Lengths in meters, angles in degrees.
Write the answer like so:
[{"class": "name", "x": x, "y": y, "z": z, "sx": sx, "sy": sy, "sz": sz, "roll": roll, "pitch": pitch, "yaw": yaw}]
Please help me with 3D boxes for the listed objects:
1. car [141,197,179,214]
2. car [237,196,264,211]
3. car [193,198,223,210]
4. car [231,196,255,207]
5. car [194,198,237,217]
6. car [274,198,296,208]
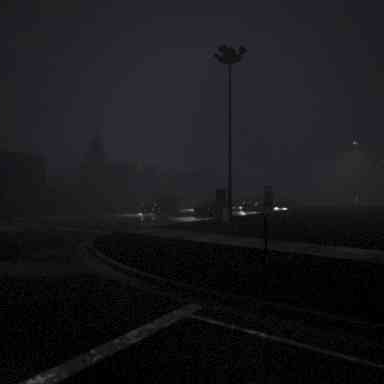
[{"class": "car", "x": -3.463, "y": 1.337, "z": 36.005, "sx": 2.097, "sy": 1.767, "sz": 4.553, "roll": 0, "pitch": 0, "yaw": 35}, {"class": "car", "x": 7.709, "y": 1.341, "z": 39.788, "sx": 2.097, "sy": 1.767, "sz": 4.553, "roll": 0, "pitch": 0, "yaw": 35}, {"class": "car", "x": 2.144, "y": 1.549, "z": 44.043, "sx": 1.994, "sy": 1.385, "sz": 4.181, "roll": 0, "pitch": 0, "yaw": 35}, {"class": "car", "x": 8.136, "y": 1.490, "z": 52.591, "sx": 1.837, "sy": 1.490, "sz": 4.892, "roll": 0, "pitch": 0, "yaw": 35}, {"class": "car", "x": 2.087, "y": 1.467, "z": 31.731, "sx": 1.882, "sy": 1.535, "sz": 5.008, "roll": 0, "pitch": 0, "yaw": 35}, {"class": "car", "x": 13.433, "y": 1.553, "z": 47.975, "sx": 1.994, "sy": 1.385, "sz": 4.181, "roll": 0, "pitch": 0, "yaw": 35}]
